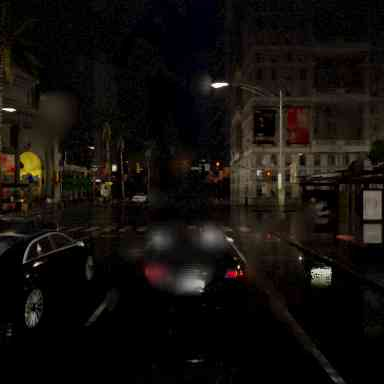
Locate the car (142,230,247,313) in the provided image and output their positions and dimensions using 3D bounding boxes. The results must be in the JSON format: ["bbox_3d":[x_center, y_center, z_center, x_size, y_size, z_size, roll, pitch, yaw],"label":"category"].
[{"bbox_3d":[0.053,1.564,7.749,1.994,1.385,4.181,0,0,0],"label":"car"}]

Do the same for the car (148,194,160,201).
[{"bbox_3d":[-10.074,1.355,88.775,2.097,1.767,4.553,0,0,6],"label":"car"}]

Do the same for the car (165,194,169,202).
[{"bbox_3d":[-7.110,1.355,77.618,2.097,1.767,4.553,0,0,0],"label":"car"}]

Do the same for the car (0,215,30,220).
[{"bbox_3d":[-7.121,1.601,12.842,1.895,1.301,4.718,0,0,0],"label":"car"}]

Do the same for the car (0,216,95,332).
[{"bbox_3d":[-3.452,1.492,6.816,2.128,1.511,4.902,0,0,0],"label":"car"}]

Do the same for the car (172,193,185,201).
[{"bbox_3d":[-3.214,1.478,87.215,1.882,1.535,5.008,0,0,10],"label":"car"}]

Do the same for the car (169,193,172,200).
[{"bbox_3d":[-6.624,1.524,88.098,1.812,1.442,4.674,0,0,6],"label":"car"}]

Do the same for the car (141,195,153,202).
[{"bbox_3d":[-10.610,1.540,78.189,2.033,1.411,5.357,0,0,0],"label":"car"}]

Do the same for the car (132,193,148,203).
[{"bbox_3d":[-10.607,1.220,67.186,2.150,2.045,5.566,0,0,0],"label":"car"}]

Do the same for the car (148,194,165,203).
[{"bbox_3d":[-7.119,1.563,66.825,1.994,1.385,4.181,0,0,1],"label":"car"}]
